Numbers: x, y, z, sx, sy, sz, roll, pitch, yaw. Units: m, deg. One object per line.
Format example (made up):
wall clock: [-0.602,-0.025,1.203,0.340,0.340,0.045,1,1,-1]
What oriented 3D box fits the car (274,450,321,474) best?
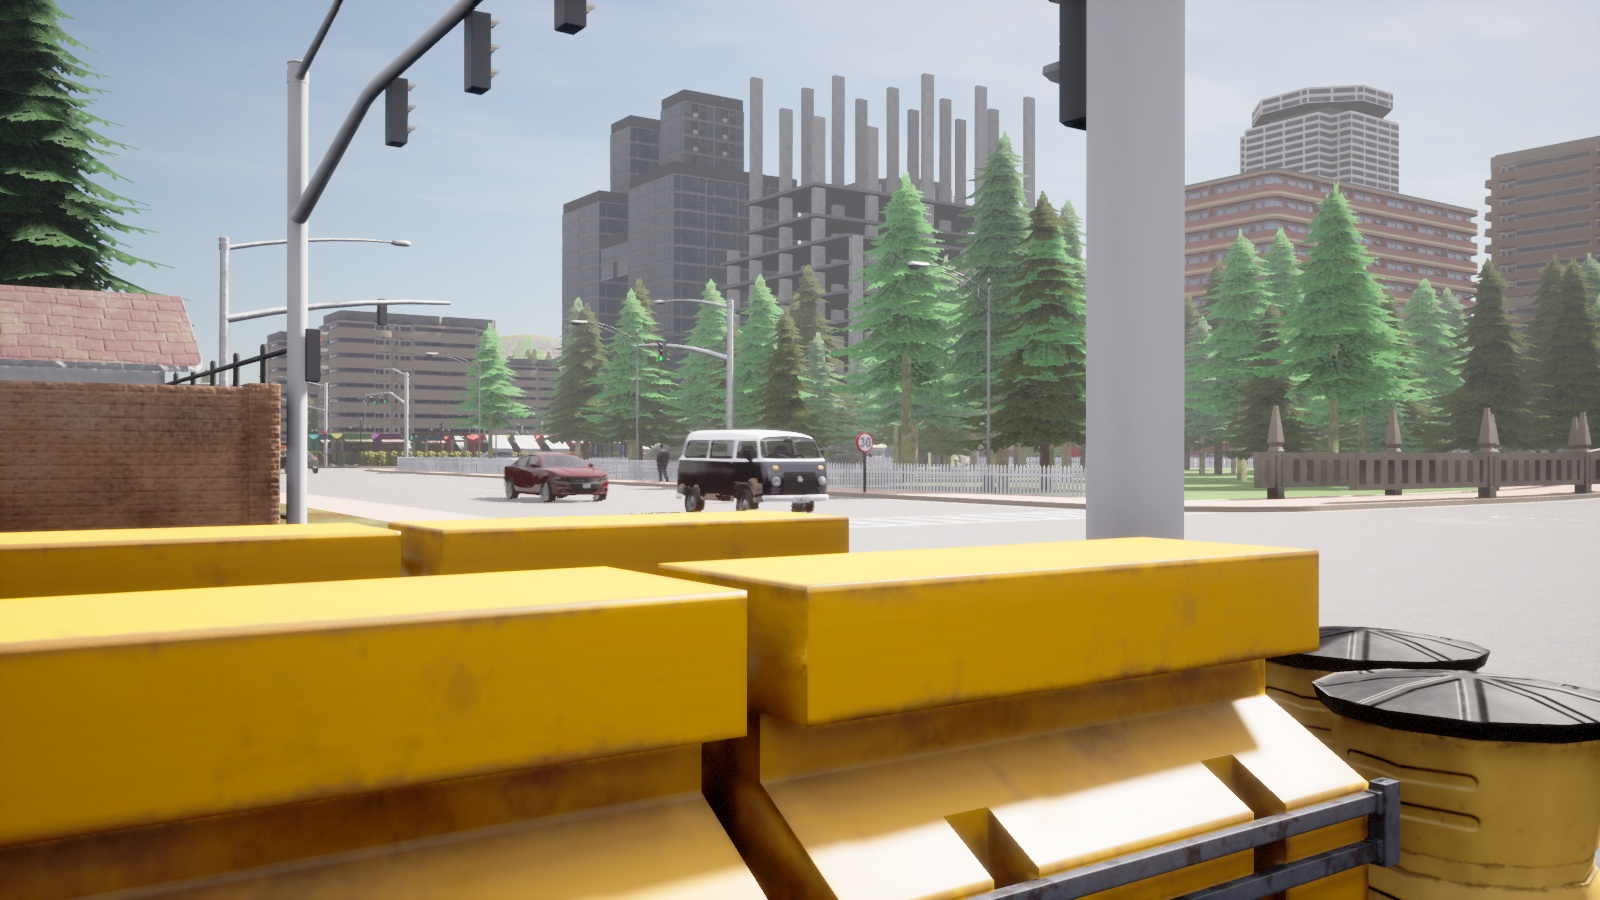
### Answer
car: [-35.247,0.813,88.001,2.152,1.651,5.027,0,0,-33]

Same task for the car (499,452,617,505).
car: [-7.613,0.834,39.130,1.882,1.535,5.008,0,0,-33]

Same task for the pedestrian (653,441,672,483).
pedestrian: [-6.265,0.556,57.017,0.563,1.883,0.849,0,0,-30]

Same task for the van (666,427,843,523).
van: [-1.151,0.542,29.210,2.069,2.038,4.480,0,0,-33]
